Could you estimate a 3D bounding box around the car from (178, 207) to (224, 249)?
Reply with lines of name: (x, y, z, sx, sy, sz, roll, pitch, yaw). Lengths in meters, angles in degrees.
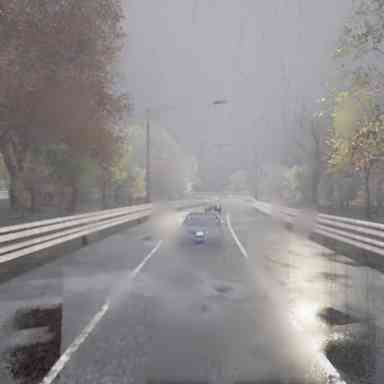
car: (0.443, 1.618, 14.985, 2.033, 1.411, 5.357, 0, 0, 3)

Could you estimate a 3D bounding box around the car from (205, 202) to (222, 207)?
car: (2.670, 1.815, 40.027, 1.895, 1.301, 4.718, 0, 0, 7)
